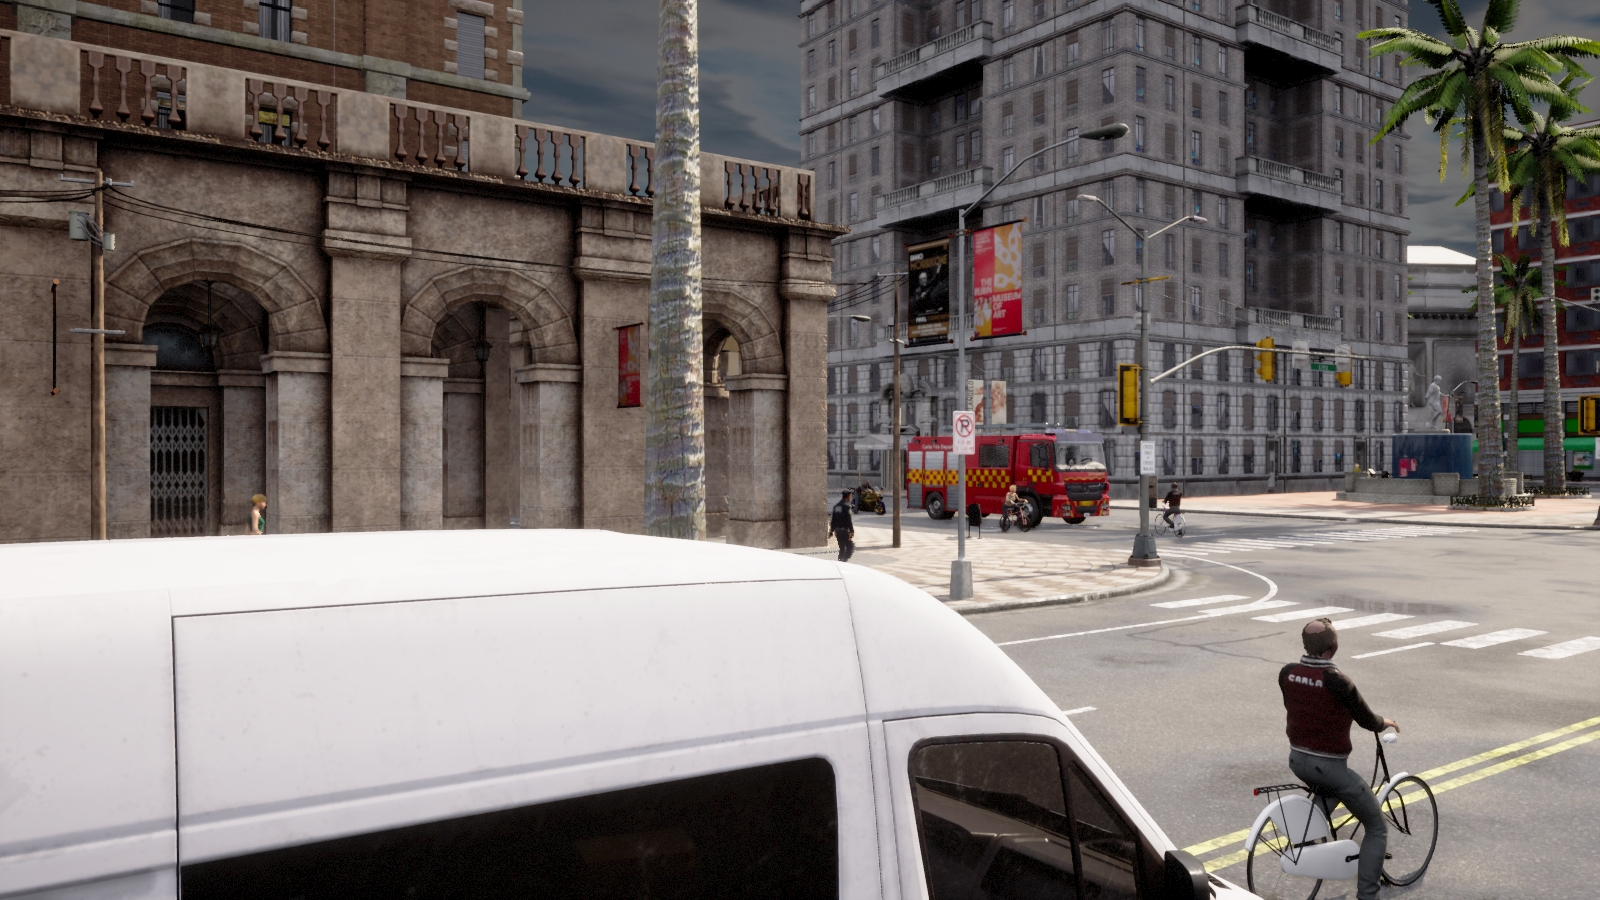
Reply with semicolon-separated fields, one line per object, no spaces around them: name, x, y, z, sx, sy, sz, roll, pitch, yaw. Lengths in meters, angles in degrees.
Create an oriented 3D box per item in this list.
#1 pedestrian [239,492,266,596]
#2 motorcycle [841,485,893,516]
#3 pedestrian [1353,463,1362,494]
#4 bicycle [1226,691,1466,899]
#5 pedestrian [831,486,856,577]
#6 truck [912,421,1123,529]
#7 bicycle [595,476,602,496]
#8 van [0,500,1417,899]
pedestrian;-9.956;1.698;20.775;0.375;1.860;0.375;0;0;-35
motorcycle;2.904;2.205;49.916;2.209;1.251;0.867;0;0;42
pedestrian;33.125;1.696;67.868;0.375;1.860;0.375;0;0;38
bicycle;3.417;2.210;7.085;1.835;1.171;0.329;0;0;-29
pedestrian;0.904;1.696;23.804;0.375;1.860;0.375;0;0;-34
truck;8.260;0.891;44.593;2.891;3.827;8.468;0;0;-35
bicycle;-12.584;2.210;71.188;0.329;1.171;1.835;0;0;-13
van;-0.760;1.534;3.254;5.915;2.561;1.988;0;0;-35
